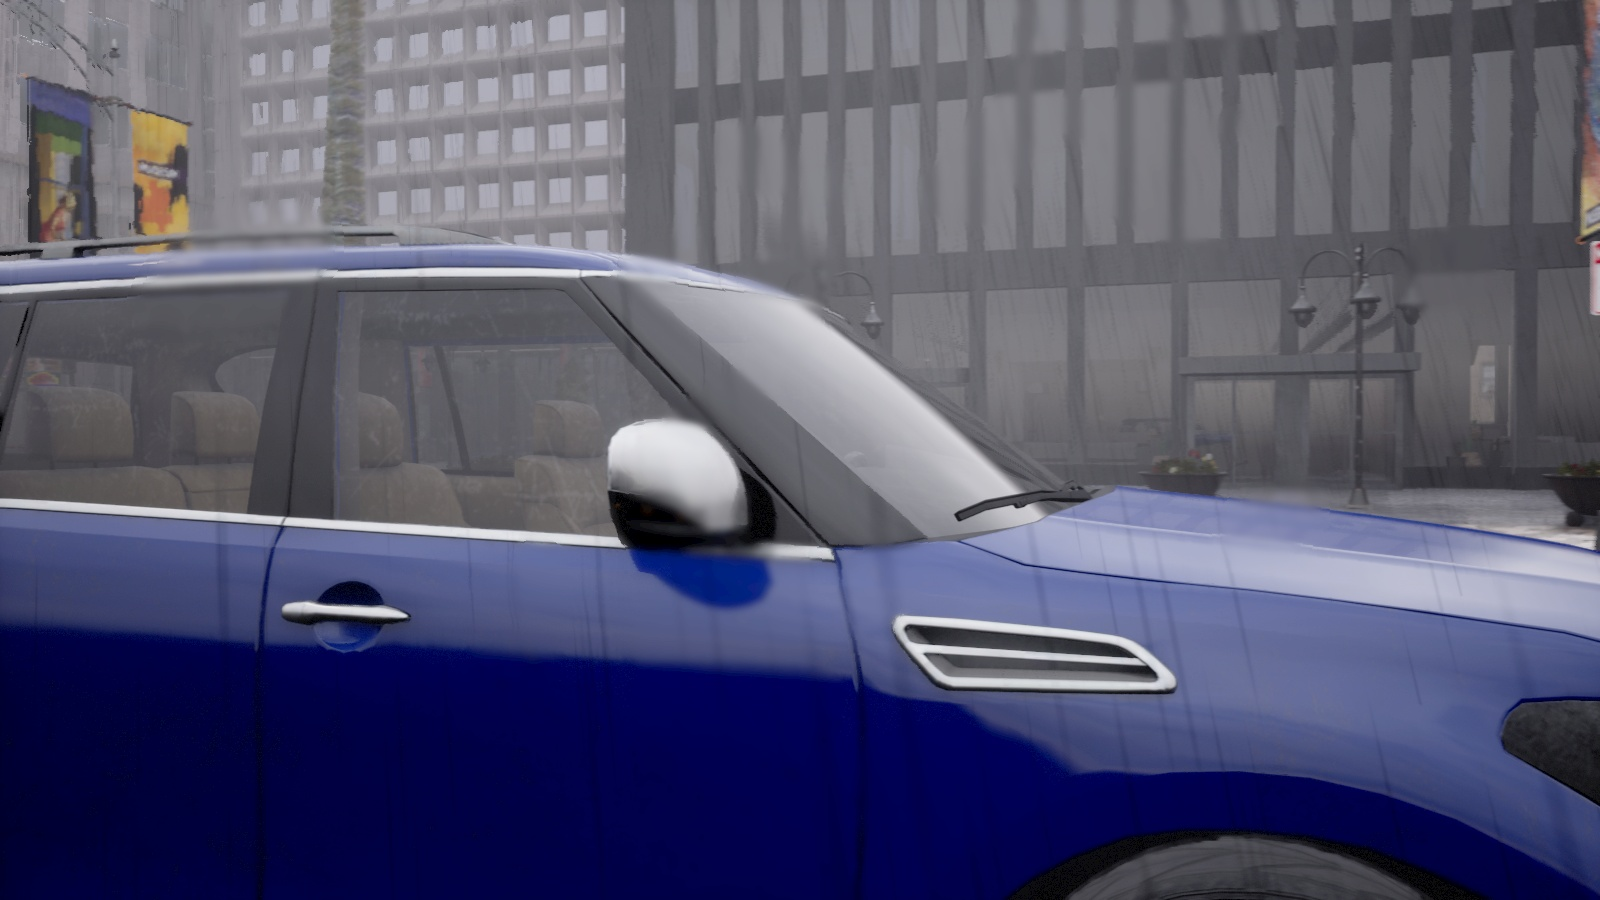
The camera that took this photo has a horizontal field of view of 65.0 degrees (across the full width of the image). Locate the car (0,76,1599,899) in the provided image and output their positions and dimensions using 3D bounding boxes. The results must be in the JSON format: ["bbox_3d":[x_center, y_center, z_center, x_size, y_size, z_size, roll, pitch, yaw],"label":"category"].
[{"bbox_3d":[-0.660,0.488,3.411,5.566,2.045,2.150,1,1,19],"label":"car"}]
